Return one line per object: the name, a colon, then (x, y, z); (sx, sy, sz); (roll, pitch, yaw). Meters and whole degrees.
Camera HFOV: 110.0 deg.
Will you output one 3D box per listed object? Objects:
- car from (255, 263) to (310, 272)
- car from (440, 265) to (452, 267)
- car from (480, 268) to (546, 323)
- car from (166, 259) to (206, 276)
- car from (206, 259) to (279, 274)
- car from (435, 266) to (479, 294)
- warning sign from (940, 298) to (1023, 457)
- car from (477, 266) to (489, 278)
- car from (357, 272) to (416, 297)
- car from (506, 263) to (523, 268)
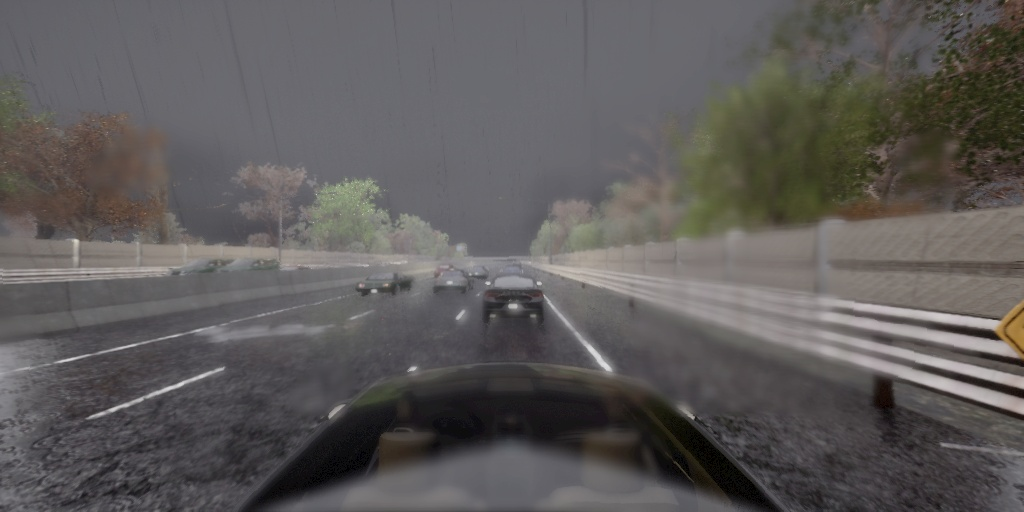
car: (-17.592, 1.517, 28.616); (1.882, 1.535, 5.008); (0, -1, 0)
car: (-6.892, 1.675, 38.057); (1.812, 1.442, 4.674); (0, -1, 0)
car: (0.093, 1.343, 12.736); (1.882, 1.535, 5.008); (0, -1, 0)
car: (-24.592, 1.264, 28.994); (2.150, 2.045, 5.566); (0, -1, 0)
car: (-21.090, 1.265, 28.969); (2.150, 2.045, 5.566); (0, -1, 0)
car: (-3.395, 1.530, 21.944); (1.994, 1.385, 4.181); (0, -1, 0)
warning sign: (4.551, 0.878, 2.915); (1.300, 1.860, 1.060); (0, 0, 0)
car: (-3.393, 1.707, 37.466); (1.994, 1.385, 4.181); (0, -1, 0)
car: (-6.896, 1.548, 20.296); (1.895, 1.301, 4.718); (0, -1, 0)
car: (0.107, 1.625, 31.695); (2.033, 1.411, 5.357); (0, -1, 0)
